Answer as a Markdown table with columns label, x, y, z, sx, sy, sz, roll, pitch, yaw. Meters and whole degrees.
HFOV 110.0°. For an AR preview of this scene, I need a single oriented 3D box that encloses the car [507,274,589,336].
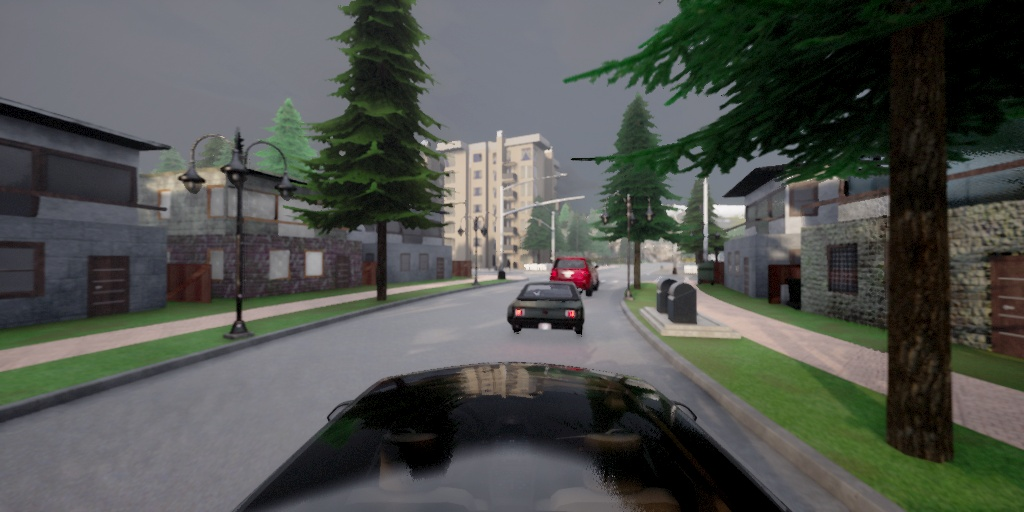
| label | x | y | z | sx | sy | sz | roll | pitch | yaw |
| --- | --- | --- | --- | --- | --- | --- | --- | --- | --- |
| car | 1.174 | 1.401 | 10.704 | 1.895 | 1.301 | 4.718 | 0 | 0 | 10 |

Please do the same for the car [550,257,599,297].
| label | x | y | z | sx | sy | sz | roll | pitch | yaw |
| --- | --- | --- | --- | --- | --- | --- | --- | --- | --- |
| car | 3.586 | 1.077 | 20.227 | 2.150 | 2.045 | 5.566 | 0 | 0 | 18 |
